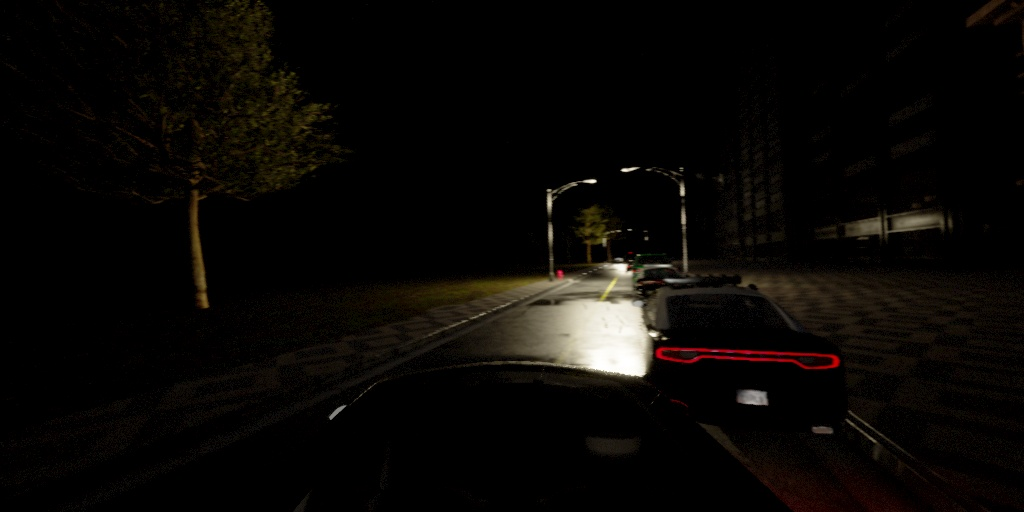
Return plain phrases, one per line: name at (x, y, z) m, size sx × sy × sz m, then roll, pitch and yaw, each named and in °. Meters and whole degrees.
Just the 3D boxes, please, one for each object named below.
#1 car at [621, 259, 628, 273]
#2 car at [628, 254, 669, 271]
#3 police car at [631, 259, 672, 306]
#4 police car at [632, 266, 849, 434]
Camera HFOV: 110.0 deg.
car at (14.222, 1.224, 41.977) m, size 2.033 × 1.411 × 5.357 m, roll -2°, pitch -1°, yaw 19°
car at (8.093, 0.906, 20.919) m, size 2.150 × 2.045 × 5.566 m, roll -2°, pitch -1°, yaw 18°
police car at (6.226, 1.113, 15.301) m, size 1.930 × 1.638 × 5.238 m, roll -2°, pitch -1°, yaw 18°
police car at (3.057, 1.118, 5.816) m, size 1.930 × 1.638 × 5.238 m, roll -2°, pitch -1°, yaw 18°
